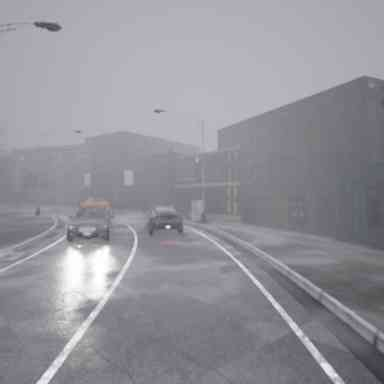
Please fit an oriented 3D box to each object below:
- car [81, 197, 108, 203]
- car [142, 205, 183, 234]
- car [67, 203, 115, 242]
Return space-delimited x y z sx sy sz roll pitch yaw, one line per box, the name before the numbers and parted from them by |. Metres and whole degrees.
car | -11.098 1.366 37.656 2.097 1.767 4.553 1 0 -39
car | -1.744 1.532 19.310 1.837 1.490 4.892 1 0 -13
car | -4.896 1.501 16.458 2.128 1.511 4.902 0 0 -11
